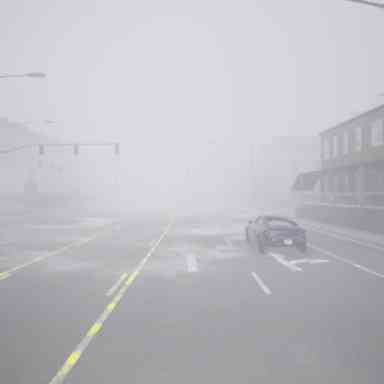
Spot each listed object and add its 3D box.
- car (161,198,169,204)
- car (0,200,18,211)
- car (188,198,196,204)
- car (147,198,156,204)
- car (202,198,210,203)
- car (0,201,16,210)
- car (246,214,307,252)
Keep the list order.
[{"bbox_3d":[-6.995,2.307,86.829,1.837,1.490,4.892,0,-1,0],"label":"car"},{"bbox_3d":[-27.232,1.884,46.420,2.038,1.542,4.974,0,-1,29],"label":"car"},{"bbox_3d":[0.005,2.159,84.391,2.128,1.511,4.902,0,-1,0],"label":"car"},{"bbox_3d":[-10.495,2.285,86.829,1.882,1.535,5.008,0,-1,0],"label":"car"},{"bbox_3d":[3.505,2.229,84.420,1.895,1.301,4.718,0,-1,0],"label":"car"},{"bbox_3d":[-27.256,1.726,46.376,1.853,1.218,4.536,0,-1,29],"label":"car"},{"bbox_3d":[3.505,1.661,14.372,1.812,1.442,4.674,0,0,0],"label":"car"}]
